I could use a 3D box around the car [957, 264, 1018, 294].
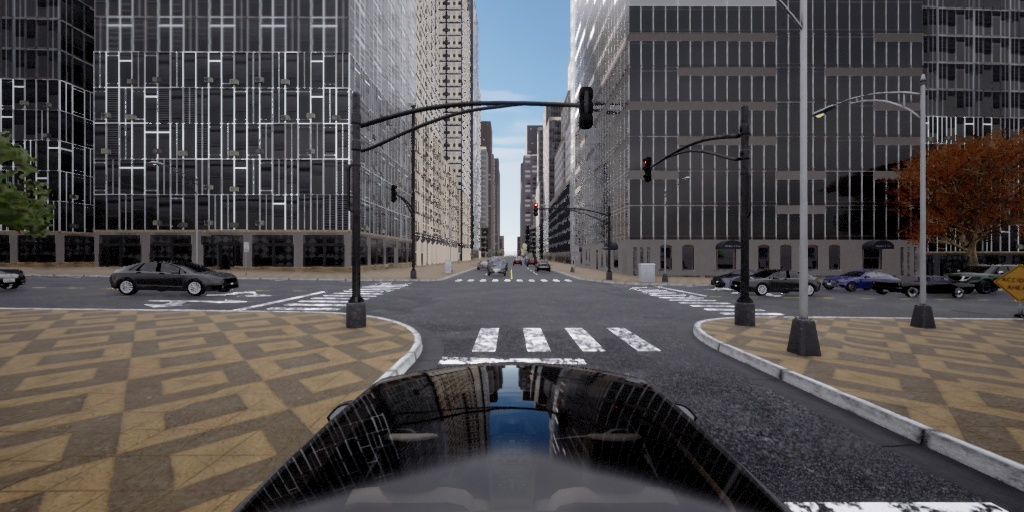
[{"bbox_3d":[34.189,1.610,25.680,5.566,2.045,2.150,1,0,-3],"label":"car"}]

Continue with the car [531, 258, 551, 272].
[{"bbox_3d":[3.907,1.329,45.974,1.948,1.339,4.313,0,0,0],"label":"car"}]

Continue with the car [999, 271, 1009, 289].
[{"bbox_3d":[34.124,1.914,22.418,4.674,1.442,1.812,1,0,-2],"label":"car"}]

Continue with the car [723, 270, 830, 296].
[{"bbox_3d":[15.789,1.564,21.579,4.892,1.490,1.837,1,0,-4],"label":"car"}]

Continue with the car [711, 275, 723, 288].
[{"bbox_3d":[16.160,1.629,24.839,4.181,1.385,1.994,1,0,-3],"label":"car"}]

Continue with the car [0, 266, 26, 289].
[{"bbox_3d":[-25.296,0.802,16.194,4.902,1.511,2.128,1,0,-3],"label":"car"}]

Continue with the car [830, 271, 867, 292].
[{"bbox_3d":[24.561,1.741,25.232,4.674,1.442,1.812,1,0,-3],"label":"car"}]

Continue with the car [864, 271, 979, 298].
[{"bbox_3d":[25.033,1.826,22.004,4.718,1.301,1.895,1,0,-2],"label":"car"}]

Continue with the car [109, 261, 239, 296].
[{"bbox_3d":[-15.512,0.995,16.649,4.892,1.490,1.837,1,0,-3],"label":"car"}]

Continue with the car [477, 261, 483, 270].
[{"bbox_3d":[-4.048,1.342,51.463,1.802,1.307,4.207,0,0,0],"label":"car"}]

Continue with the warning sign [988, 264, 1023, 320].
[{"bbox_3d":[17.270,1.204,12.178,1.060,1.860,1.300,0,0,-3],"label":"warning sign"}]

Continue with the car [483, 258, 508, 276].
[{"bbox_3d":[-1.517,1.258,37.335,2.128,1.511,4.902,0,0,0],"label":"car"}]
